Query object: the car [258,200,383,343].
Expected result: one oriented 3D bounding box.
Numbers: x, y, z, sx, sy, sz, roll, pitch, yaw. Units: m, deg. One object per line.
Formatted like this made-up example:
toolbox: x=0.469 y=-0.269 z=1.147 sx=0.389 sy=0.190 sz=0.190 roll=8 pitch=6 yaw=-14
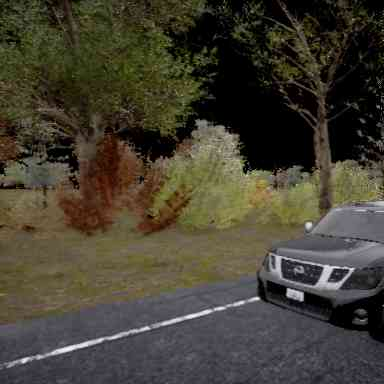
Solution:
car: x=3.829 y=1.217 z=6.726 sx=5.566 sy=2.045 sz=2.150 roll=0 pitch=0 yaw=-36
